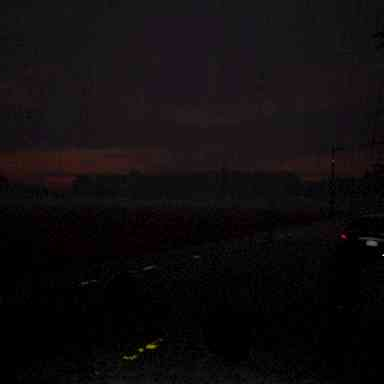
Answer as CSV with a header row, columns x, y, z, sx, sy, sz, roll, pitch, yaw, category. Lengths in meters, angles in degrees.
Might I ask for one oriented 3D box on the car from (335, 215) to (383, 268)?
x,y,z,sx,sy,sz,roll,pitch,yaw,category
6.429,1.554,11.315,2.097,1.767,4.553,1,-1,36,car
